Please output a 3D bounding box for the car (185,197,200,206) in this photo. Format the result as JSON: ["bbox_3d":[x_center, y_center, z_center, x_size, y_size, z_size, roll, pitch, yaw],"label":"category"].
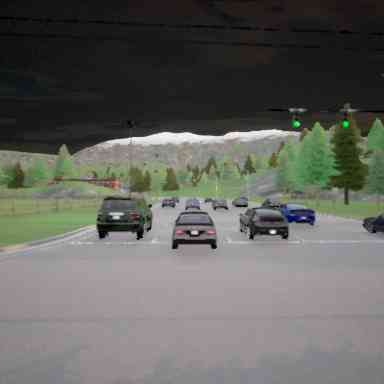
[{"bbox_3d":[0.083,1.570,43.457,2.033,1.411,5.357,0,0,0],"label":"car"}]

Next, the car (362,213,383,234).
[{"bbox_3d":[10.594,1.556,16.455,2.033,1.411,5.357,0,0,0],"label":"car"}]

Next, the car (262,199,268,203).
[{"bbox_3d":[10.583,1.570,44.076,2.033,1.411,5.357,0,0,0],"label":"car"}]

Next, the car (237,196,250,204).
[{"bbox_3d":[10.473,1.537,67.872,1.837,1.490,4.892,0,0,0],"label":"car"}]

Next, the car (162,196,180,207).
[{"bbox_3d":[-3.420,1.518,49.818,2.128,1.511,4.902,0,0,0],"label":"car"}]

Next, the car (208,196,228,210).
[{"bbox_3d":[3.584,1.570,43.498,2.033,1.411,5.357,0,0,0],"label":"car"}]

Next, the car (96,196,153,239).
[{"bbox_3d":[-3.406,1.231,17.668,2.150,2.045,5.566,0,0,0],"label":"car"}]

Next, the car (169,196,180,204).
[{"bbox_3d":[-3.527,1.547,67.951,2.128,1.511,4.902,0,0,0],"label":"car"}]

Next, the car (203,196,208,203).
[{"bbox_3d":[3.473,1.561,68.007,1.812,1.442,4.674,0,0,0],"label":"car"}]

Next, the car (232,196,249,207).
[{"bbox_3d":[7.080,1.590,49.216,1.994,1.385,4.181,0,0,0],"label":"car"}]

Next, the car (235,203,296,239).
[{"bbox_3d":[3.594,1.514,17.198,1.837,1.490,4.892,0,0,0],"label":"car"}]

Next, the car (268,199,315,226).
[{"bbox_3d":[7.091,1.490,23.605,1.882,1.535,5.008,0,0,0],"label":"car"}]

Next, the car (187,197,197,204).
[{"bbox_3d":[-0.027,1.634,67.792,1.895,1.301,4.718,0,0,0],"label":"car"}]

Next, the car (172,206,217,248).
[{"bbox_3d":[0.095,1.555,14.846,2.033,1.411,5.357,0,0,0],"label":"car"}]
